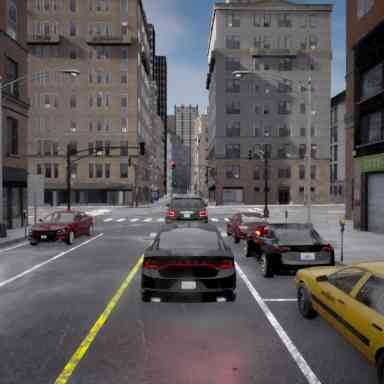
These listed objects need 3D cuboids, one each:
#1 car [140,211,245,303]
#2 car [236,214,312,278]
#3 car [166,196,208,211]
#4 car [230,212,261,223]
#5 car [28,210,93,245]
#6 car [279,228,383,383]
[{"bbox_3d":[-0.079,1.475,8.292,1.882,1.535,5.008,0,0,0],"label":"car"},{"bbox_3d":[2.719,1.562,9.985,1.947,1.339,4.313,-1,0,-1],"label":"car"},{"bbox_3d":[-0.284,1.215,18.423,2.150,2.045,5.566,0,0,-1],"label":"car"},{"bbox_3d":[2.631,1.576,15.570,1.802,1.307,4.206,-1,0,-1],"label":"car"},{"bbox_3d":[-5.913,1.539,15.432,1.887,1.381,4.507,-1,0,-1],"label":"car"},{"bbox_3d":[2.803,1.524,4.569,1.752,1.417,4.829,-1,0,-1],"label":"car"}]
